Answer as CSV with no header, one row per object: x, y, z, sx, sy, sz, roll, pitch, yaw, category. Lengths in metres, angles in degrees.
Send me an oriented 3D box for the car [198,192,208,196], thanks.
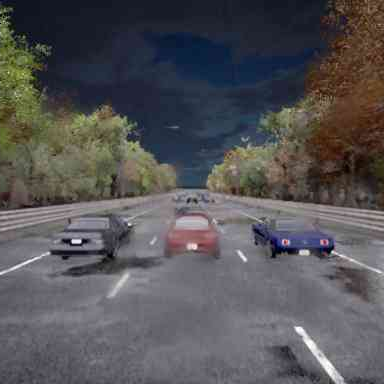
3.513,1.111,88.205,2.150,2.045,5.566,0,0,0,car

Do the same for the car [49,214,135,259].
-3.498,1.543,12.577,2.033,1.411,5.357,0,0,0,car

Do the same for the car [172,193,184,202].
-3.489,1.438,75.665,2.128,1.511,4.902,0,0,0,car

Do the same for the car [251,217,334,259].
3.501,1.595,12.577,1.895,1.301,4.718,0,0,0,car

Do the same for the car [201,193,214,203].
3.511,1.487,69.603,1.994,1.385,4.181,0,0,0,car

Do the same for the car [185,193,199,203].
0.009,1.408,65.845,1.882,1.535,5.008,0,0,0,car

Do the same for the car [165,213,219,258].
0.002,1.520,12.579,1.812,1.442,4.674,0,0,0,car
